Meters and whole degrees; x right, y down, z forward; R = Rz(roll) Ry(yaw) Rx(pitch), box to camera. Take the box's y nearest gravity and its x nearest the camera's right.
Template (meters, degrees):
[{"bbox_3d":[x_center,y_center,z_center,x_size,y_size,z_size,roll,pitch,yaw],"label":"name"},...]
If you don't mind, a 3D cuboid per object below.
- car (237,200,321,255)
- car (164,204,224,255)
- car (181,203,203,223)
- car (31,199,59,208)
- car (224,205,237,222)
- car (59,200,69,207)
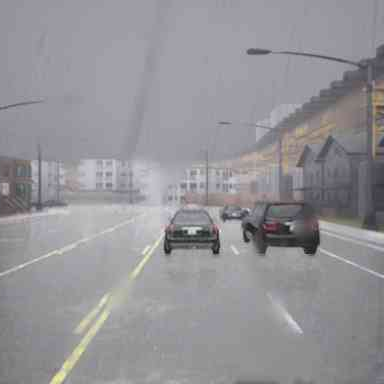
[{"bbox_3d":[3.498,1.347,14.018,2.150,2.045,5.566,0,0,0],"label":"car"},{"bbox_3d":[-0.001,1.481,14.082,2.097,1.767,4.553,0,-1,0],"label":"car"},{"bbox_3d":[-0.004,1.799,29.386,1.812,1.442,4.674,0,0,0],"label":"car"},{"bbox_3d":[-26.433,2.143,58.519,4.718,1.301,1.895,0,-1,16],"label":"car"},{"bbox_3d":[3.494,1.836,29.276,1.994,1.385,4.181,0,0,0],"label":"car"},{"bbox_3d":[-25.248,2.100,61.802,4.674,1.442,1.812,0,-1,17],"label":"car"}]
